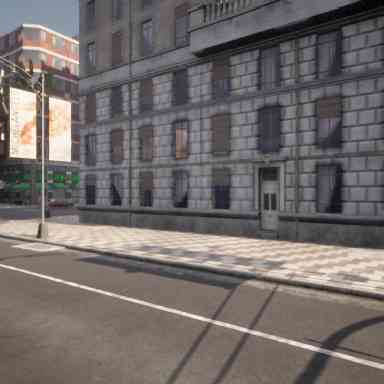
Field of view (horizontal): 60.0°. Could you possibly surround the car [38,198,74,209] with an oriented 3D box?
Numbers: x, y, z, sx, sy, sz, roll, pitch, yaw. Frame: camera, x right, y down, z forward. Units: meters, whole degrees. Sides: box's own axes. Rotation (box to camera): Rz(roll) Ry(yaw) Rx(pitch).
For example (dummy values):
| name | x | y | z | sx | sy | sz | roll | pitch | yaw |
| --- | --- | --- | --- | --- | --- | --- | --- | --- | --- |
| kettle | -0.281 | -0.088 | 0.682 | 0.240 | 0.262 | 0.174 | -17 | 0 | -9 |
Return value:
| name | x | y | z | sx | sy | sz | roll | pitch | yaw |
| --- | --- | --- | --- | --- | --- | --- | --- | --- | --- |
| car | -18.094 | 1.526 | 44.427 | 1.812 | 1.442 | 4.674 | 0 | 0 | 36 |
